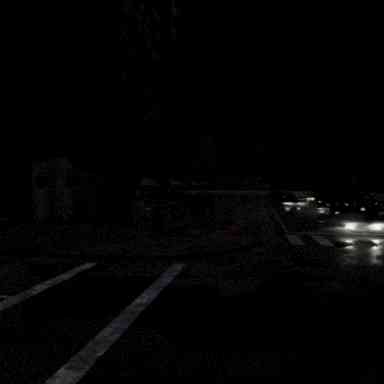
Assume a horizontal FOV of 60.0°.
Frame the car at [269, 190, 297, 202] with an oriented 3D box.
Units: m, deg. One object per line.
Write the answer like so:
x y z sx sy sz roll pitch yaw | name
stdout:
11.942 0.486 43.899 1.882 1.535 5.008 0 1 -14 | car

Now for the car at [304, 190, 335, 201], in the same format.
18.046 0.487 47.375 1.994 1.385 4.181 0 1 -18 | car

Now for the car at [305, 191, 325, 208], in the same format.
12.970 0.769 33.593 2.033 1.411 5.357 0 1 7 | car

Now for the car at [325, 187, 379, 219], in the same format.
11.203 0.659 23.421 2.150 2.045 5.566 0 1 12 | car
